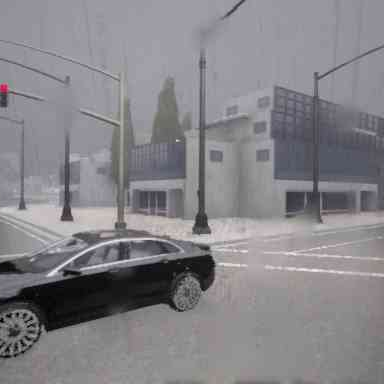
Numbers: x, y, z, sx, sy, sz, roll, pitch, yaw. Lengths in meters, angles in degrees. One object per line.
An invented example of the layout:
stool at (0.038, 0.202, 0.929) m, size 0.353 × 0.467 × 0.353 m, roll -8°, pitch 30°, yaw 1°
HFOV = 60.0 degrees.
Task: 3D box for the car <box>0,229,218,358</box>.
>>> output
car at (-1.747, 1.489, 6.085) m, size 4.902 × 1.511 × 2.128 m, roll 0°, pitch 0°, yaw -37°
